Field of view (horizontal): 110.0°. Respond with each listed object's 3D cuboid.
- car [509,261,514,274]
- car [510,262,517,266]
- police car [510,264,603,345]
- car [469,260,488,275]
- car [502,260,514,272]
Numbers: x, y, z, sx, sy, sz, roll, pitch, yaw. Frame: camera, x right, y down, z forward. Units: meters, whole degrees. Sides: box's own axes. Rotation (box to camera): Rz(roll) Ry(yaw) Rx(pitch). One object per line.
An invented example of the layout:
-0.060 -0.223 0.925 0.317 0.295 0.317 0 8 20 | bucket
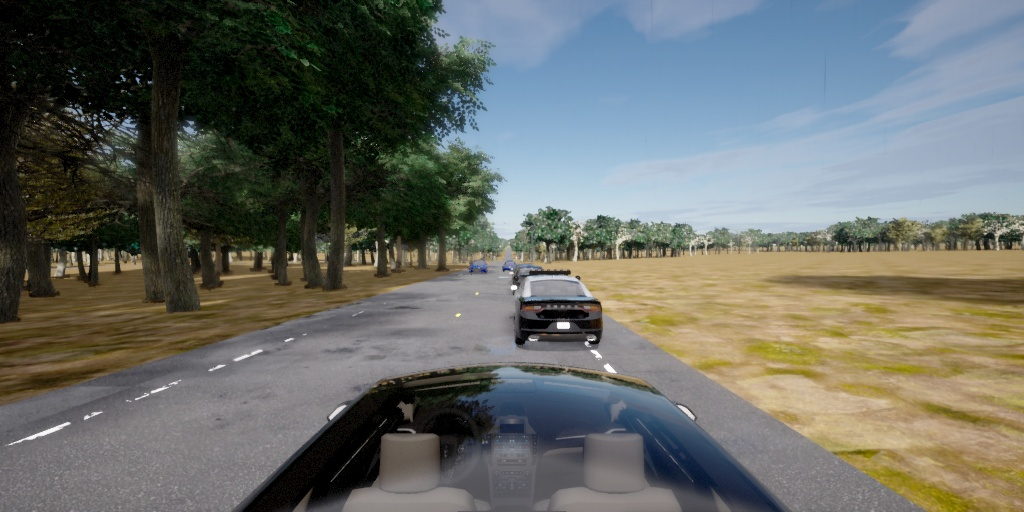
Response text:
0.903 1.279 25.572 1.812 1.442 4.674 0 0 0 | car
0.940 1.256 19.569 1.837 1.490 4.892 0 0 0 | car
1.001 1.173 9.676 1.930 1.638 5.238 0 0 0 | police car
-3.740 1.245 40.542 1.882 1.535 5.008 0 0 0 | car
-0.253 1.347 47.265 1.994 1.385 4.181 0 0 0 | car
